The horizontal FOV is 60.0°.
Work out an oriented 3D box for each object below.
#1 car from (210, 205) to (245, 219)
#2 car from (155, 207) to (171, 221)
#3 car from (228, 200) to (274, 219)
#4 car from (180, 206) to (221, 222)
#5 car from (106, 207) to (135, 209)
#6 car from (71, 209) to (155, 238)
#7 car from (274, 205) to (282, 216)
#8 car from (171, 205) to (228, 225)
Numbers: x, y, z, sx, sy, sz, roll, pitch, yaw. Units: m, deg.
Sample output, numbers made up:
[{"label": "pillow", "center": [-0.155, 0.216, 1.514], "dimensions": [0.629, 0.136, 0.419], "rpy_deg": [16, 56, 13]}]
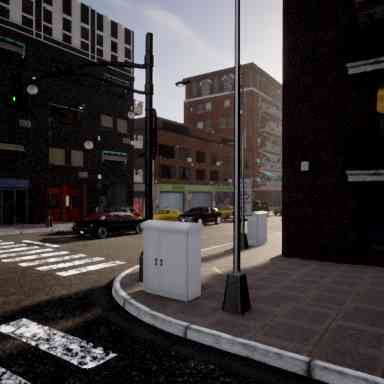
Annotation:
[{"label": "car", "center": [3.979, 2.153, 36.565], "dimensions": [1.752, 1.417, 4.829], "rpy_deg": [-1, -2, 35]}, {"label": "car", "center": [-2.337, 1.944, 27.501], "dimensions": [1.752, 1.417, 4.829], "rpy_deg": [-1, -2, 35]}, {"label": "car", "center": [6.396, 1.866, 35.473], "dimensions": [2.150, 2.045, 5.566], "rpy_deg": [0, -1, 35]}, {"label": "car", "center": [0.918, 2.092, 32.172], "dimensions": [1.947, 1.339, 4.313], "rpy_deg": [-1, -2, 35]}, {"label": "car", "center": [-5.397, 1.758, 23.112], "dimensions": [1.967, 1.590, 4.097], "rpy_deg": [-1, -2, 35]}, {"label": "car", "center": [-4.645, 1.881, 19.634], "dimensions": [1.895, 1.301, 4.718], "rpy_deg": [0, -1, 35]}, {"label": "car", "center": [12.518, 2.394, 44.189], "dimensions": [2.033, 1.411, 5.357], "rpy_deg": [0, -1, 35]}, {"label": "car", "center": [0.717, 1.962, 27.324], "dimensions": [1.837, 1.490, 4.892], "rpy_deg": [0, -1, 35]}]
